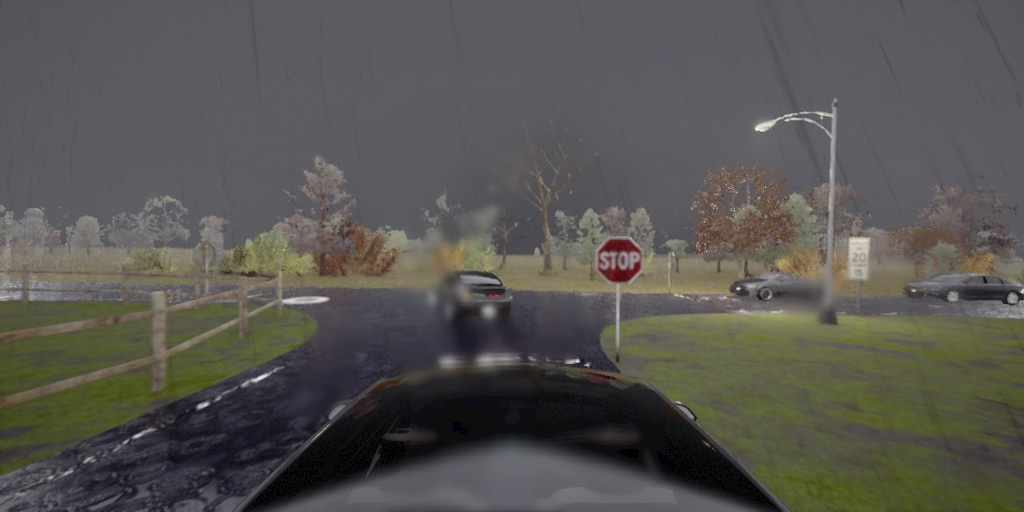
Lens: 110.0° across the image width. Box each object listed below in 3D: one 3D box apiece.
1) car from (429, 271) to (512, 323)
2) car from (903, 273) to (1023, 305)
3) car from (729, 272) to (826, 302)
[{"bbox_3d":[-1.527,1.237,12.128,1.837,1.490,4.892,1,0,-22],"label":"car"},{"bbox_3d":[23.162,1.648,18.463,4.892,1.490,1.837,1,1,0],"label":"car"},{"bbox_3d":[13.654,1.536,18.482,4.181,1.385,1.994,1,1,0],"label":"car"}]
